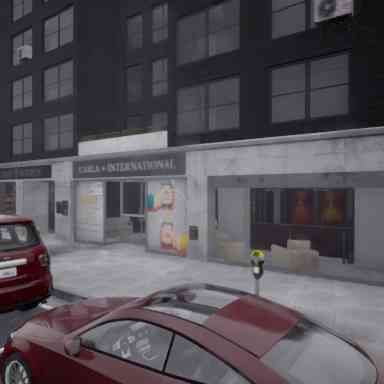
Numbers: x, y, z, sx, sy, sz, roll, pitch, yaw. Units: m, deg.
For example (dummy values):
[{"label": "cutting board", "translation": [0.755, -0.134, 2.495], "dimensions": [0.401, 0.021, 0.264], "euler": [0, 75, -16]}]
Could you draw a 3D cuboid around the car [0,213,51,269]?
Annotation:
[{"label": "car", "translation": [-4.752, 1.314, 6.448], "dimensions": [5.009, 1.841, 2.192], "euler": [0, 0, 35]}]

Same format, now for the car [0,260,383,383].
[{"label": "car", "translation": [-0.137, 1.582, 3.170], "dimensions": [4.206, 1.307, 1.802], "euler": [0, 0, 35]}]
